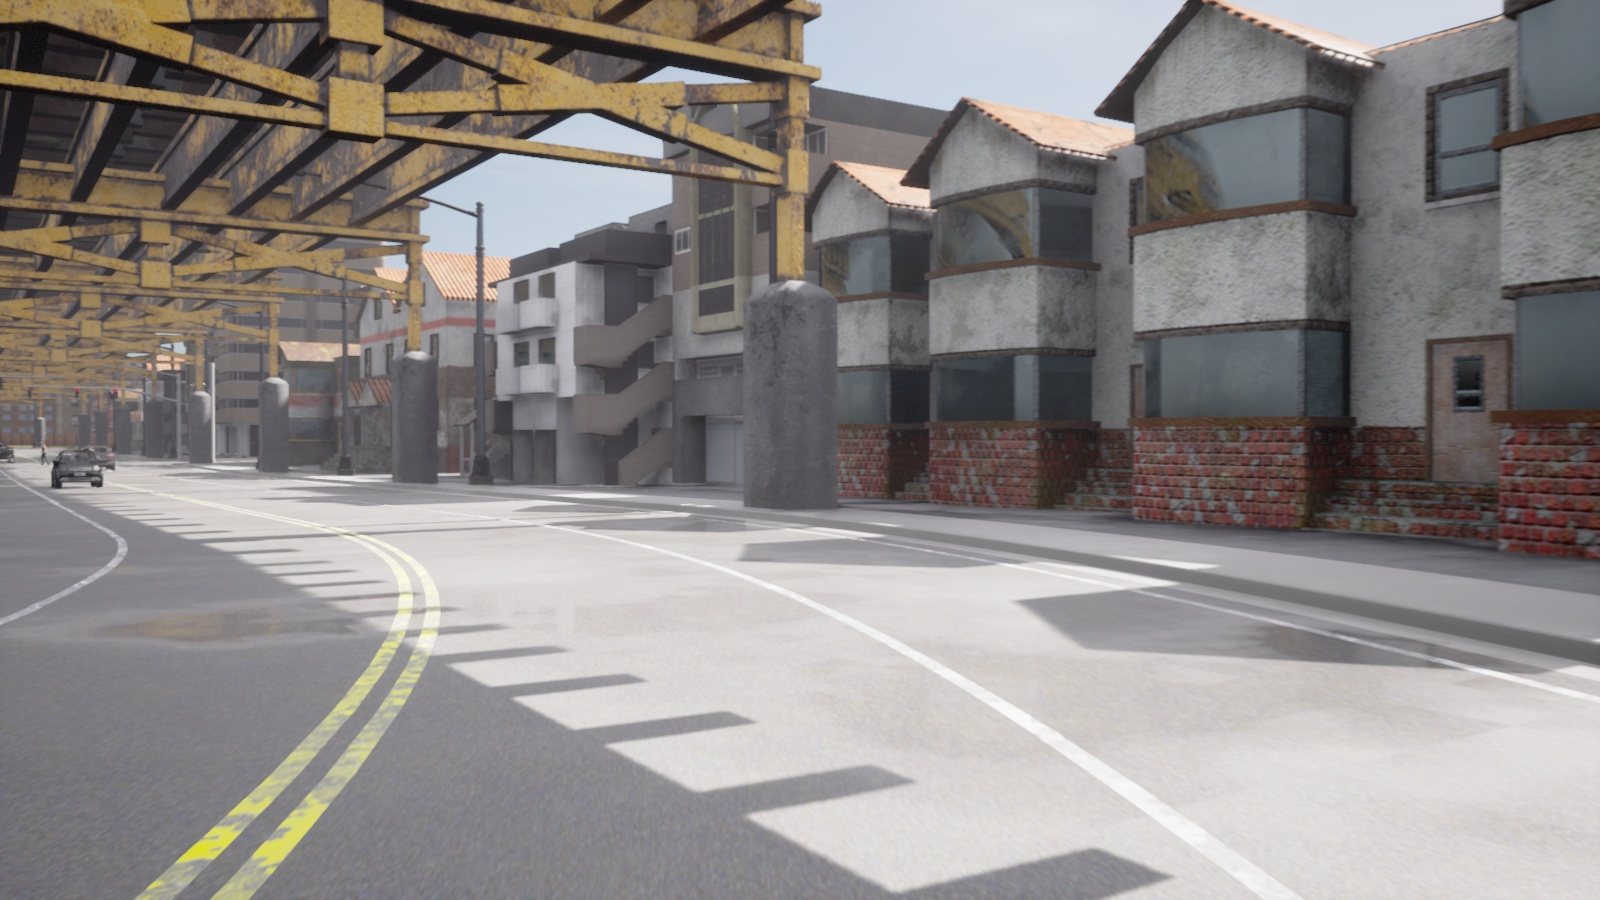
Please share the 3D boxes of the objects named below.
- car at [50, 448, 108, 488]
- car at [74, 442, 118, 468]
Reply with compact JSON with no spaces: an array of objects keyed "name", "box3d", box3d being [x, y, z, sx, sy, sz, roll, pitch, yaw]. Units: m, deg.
[{"name":"car","box3d":[-29.429,0.716,51.207,1.789,1.549,3.705,0,0,-34]},{"name":"car","box3d":[-47.171,0.331,84.122,2.242,1.667,4.611,0,1,-34]}]
